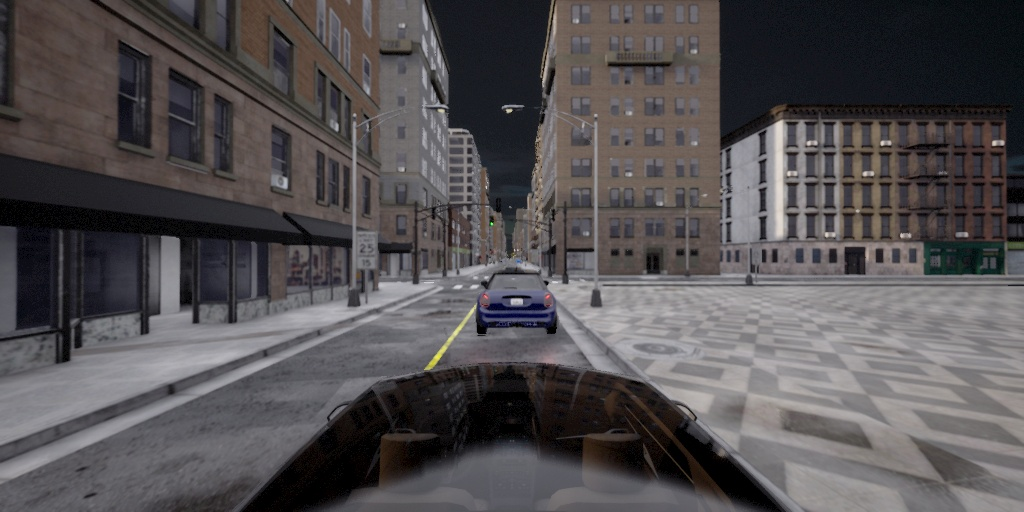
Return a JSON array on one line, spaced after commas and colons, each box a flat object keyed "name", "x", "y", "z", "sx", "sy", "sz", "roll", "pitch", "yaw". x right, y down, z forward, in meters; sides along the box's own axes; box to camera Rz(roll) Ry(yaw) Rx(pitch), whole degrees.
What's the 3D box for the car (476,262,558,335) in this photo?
[{"name": "car", "x": 0.097, "y": 1.174, "z": 10.984, "sx": 2.097, "sy": 1.767, "sz": 4.553, "roll": 0, "pitch": 0, "yaw": -1}]
